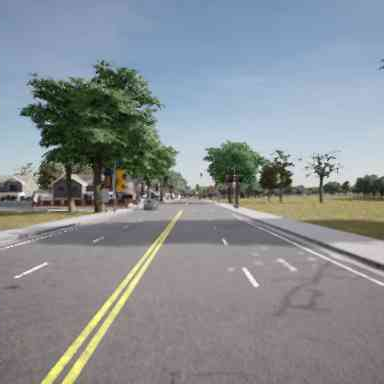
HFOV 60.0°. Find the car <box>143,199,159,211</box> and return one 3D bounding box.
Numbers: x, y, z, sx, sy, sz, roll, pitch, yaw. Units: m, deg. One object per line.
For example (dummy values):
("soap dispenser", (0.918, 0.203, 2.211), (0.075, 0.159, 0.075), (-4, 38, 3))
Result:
("car", (-6.506, 2.033, 53.260), (2.097, 1.767, 4.553), (0, -1, 0))
